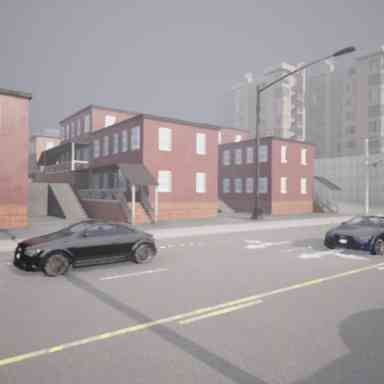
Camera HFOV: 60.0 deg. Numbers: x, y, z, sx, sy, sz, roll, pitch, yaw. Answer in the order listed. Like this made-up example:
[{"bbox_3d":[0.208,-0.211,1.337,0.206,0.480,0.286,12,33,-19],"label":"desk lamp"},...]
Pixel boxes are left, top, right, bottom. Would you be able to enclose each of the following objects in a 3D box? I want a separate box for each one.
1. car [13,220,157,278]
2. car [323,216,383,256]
[{"bbox_3d":[-3.177,1.599,10.367,4.181,1.385,1.994,1,0,-37],"label":"car"},{"bbox_3d":[7.319,1.696,13.758,4.181,1.385,1.994,1,0,-36],"label":"car"}]
